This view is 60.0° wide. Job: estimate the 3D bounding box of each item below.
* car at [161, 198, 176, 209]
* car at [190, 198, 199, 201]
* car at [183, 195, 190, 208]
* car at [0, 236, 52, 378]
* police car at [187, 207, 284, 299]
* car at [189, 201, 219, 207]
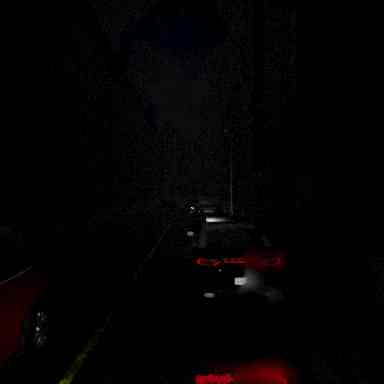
[{"bbox_3d":[-3.089,1.544,44.563,2.033,1.411,5.357,0,0,0],"label":"car"},{"bbox_3d":[0.906,1.454,24.730,1.801,1.575,5.366,0,0,0],"label":"car"},{"bbox_3d":[0.040,1.559,47.293,1.994,1.385,4.181,0,0,1],"label":"car"},{"bbox_3d":[-3.100,1.352,2.969,2.097,1.767,4.553,0,0,0],"label":"car"},{"bbox_3d":[0.902,1.425,8.650,1.930,1.638,5.238,0,0,0],"label":"police car"},{"bbox_3d":[0.905,1.477,18.539,1.882,1.535,5.008,0,0,0],"label":"car"}]
